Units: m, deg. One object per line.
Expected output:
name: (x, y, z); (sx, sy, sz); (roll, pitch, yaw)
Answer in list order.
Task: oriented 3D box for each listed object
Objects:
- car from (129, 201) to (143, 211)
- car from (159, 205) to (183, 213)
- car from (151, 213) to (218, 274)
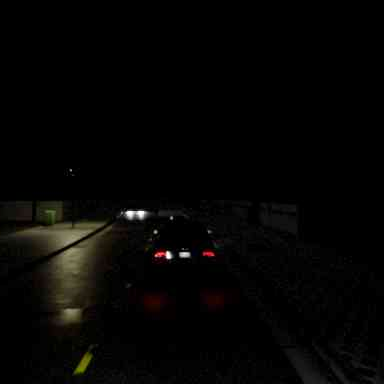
car: (-7.940, 1.947, 46.902); (1.895, 1.301, 4.718); (0, 0, -12)
car: (-1.942, 1.810, 29.009); (1.895, 1.301, 4.718); (0, 0, -7)
car: (-0.291, 1.625, 10.797); (2.033, 1.411, 5.357); (0, 0, -2)
